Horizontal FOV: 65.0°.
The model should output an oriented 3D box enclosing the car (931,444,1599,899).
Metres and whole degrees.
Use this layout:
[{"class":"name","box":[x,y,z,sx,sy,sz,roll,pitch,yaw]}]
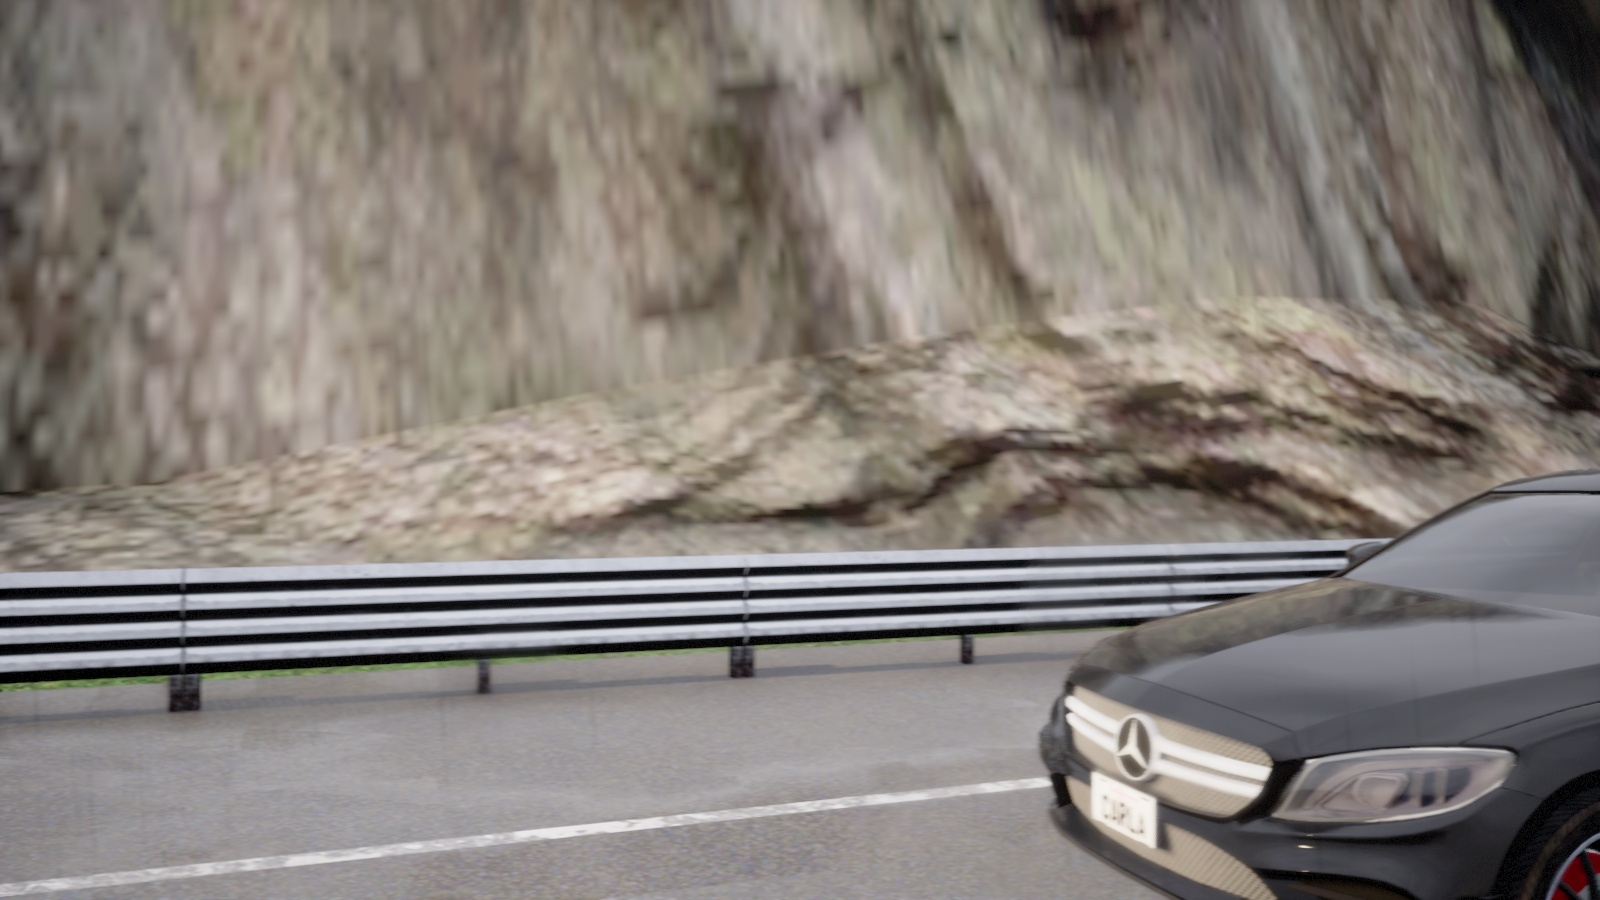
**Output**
[{"class":"car","box":[2.969,0.720,4.369,4.674,1.442,1.812,-1,1,-21]}]
